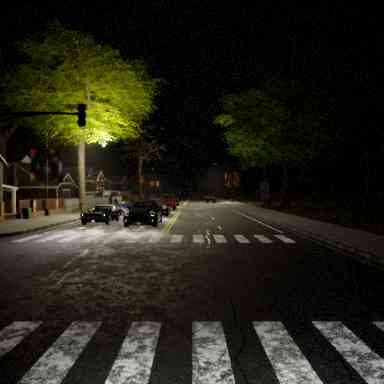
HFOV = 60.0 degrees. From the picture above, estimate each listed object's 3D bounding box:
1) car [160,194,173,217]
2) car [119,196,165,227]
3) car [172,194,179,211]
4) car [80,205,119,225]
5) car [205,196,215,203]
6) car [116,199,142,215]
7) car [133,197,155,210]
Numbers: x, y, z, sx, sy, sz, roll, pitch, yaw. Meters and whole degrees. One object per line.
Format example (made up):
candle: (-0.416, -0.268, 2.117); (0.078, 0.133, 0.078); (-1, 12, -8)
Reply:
car: (-3.190, 1.344, 31.400); (2.097, 1.767, 4.553); (0, 0, 0)
car: (-3.235, 1.345, 22.542); (2.097, 1.767, 4.553); (0, 0, 0)
car: (-3.135, 1.215, 41.944); (2.150, 2.045, 5.566); (0, 0, 0)
car: (-6.476, 1.594, 24.040); (1.895, 1.301, 4.718); (0, 0, 0)
car: (3.684, 1.499, 67.665); (1.837, 1.490, 4.892); (0, -2, 1)
car: (-6.415, 1.518, 34.211); (1.812, 1.442, 4.674); (0, 0, 0)
car: (-6.364, 1.485, 44.652); (2.128, 1.511, 4.902); (0, 0, 1)
